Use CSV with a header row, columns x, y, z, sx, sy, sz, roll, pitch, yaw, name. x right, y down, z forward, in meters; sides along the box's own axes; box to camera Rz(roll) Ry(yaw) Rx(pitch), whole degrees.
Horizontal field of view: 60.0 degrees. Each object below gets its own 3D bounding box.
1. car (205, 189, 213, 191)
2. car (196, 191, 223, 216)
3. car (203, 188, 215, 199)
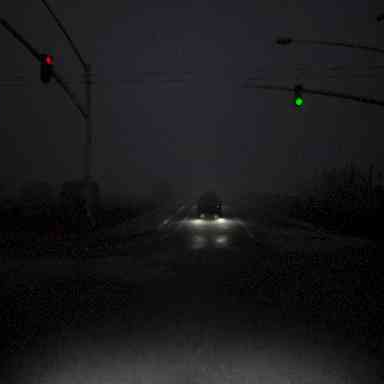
x,y,z,sx,sy,sz,roll,pitch,yaw,name
2.014,0.760,39.209,1.837,1.490,4.892,0,2,3,car
1.357,0.977,25.773,1.882,1.535,5.008,0,1,3,car
3.033,0.261,58.523,2.097,1.767,4.553,0,1,3,car
